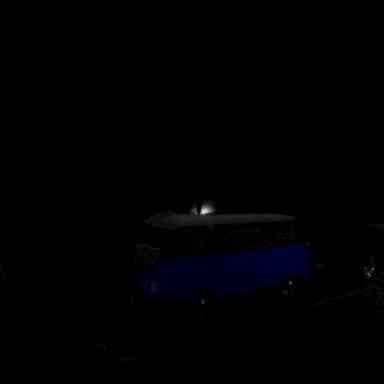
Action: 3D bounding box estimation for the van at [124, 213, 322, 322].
[{"bbox_3d":[0.683,1.353,6.928,3.998,1.788,1.690,1,0,-34],"label":"van"}]

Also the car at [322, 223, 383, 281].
[{"bbox_3d":[5.234,1.629,10.015,4.313,1.339,1.947,1,0,-34],"label":"car"}]
